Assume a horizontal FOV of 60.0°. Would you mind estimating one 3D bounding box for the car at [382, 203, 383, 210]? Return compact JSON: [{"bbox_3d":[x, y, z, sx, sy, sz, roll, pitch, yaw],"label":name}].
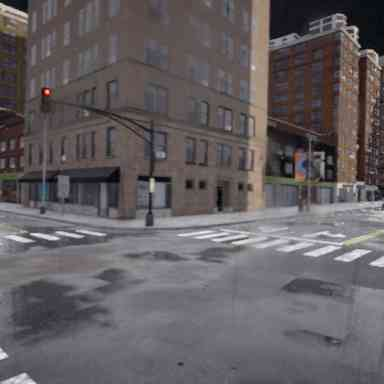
[{"bbox_3d":[24.449,1.484,40.123,1.994,1.385,4.181,1,1,44],"label":"car"}]
